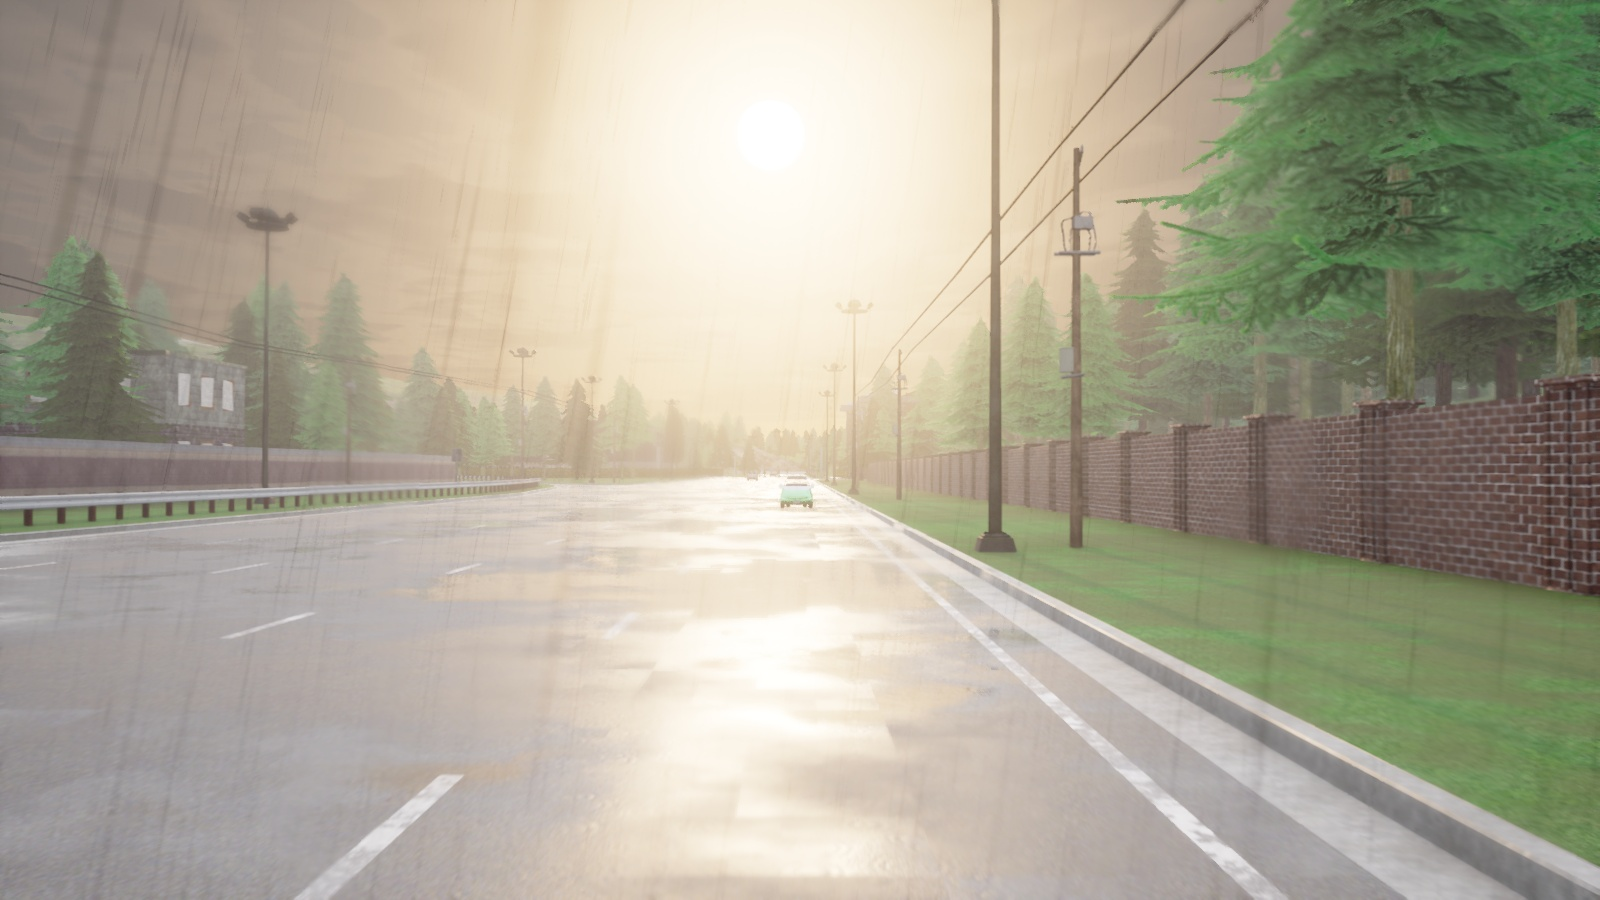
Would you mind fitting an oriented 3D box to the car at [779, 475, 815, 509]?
[{"bbox_3d":[-0.126,1.749,52.555,1.481,1.376,2.207,0,-1,0],"label":"car"}]
